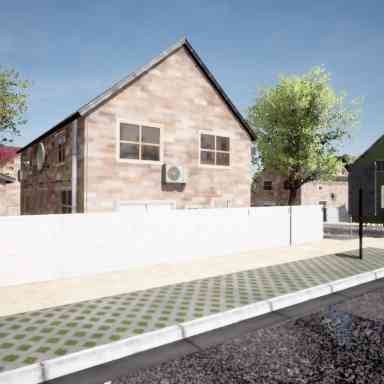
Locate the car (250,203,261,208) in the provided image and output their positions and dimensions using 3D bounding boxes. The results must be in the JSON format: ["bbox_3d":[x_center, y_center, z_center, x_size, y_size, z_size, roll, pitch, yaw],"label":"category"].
[{"bbox_3d":[4.464,1.895,26.900,2.150,2.045,5.566,1,-2,-35],"label":"car"}]

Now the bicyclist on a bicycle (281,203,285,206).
[{"bbox_3d":[8.542,1.828,31.235,1.656,1.620,0.582,-2,1,-35],"label":"bicyclist on a bicycle"}]
